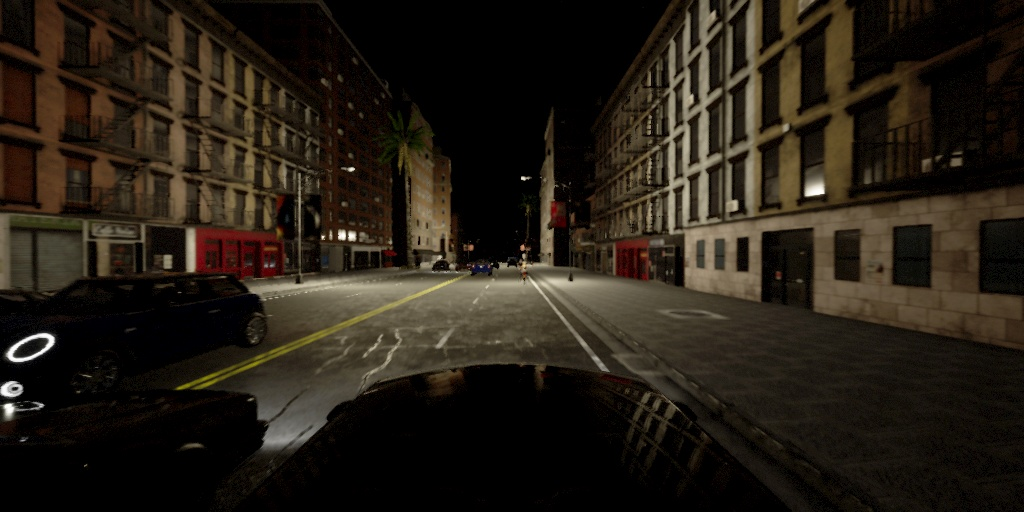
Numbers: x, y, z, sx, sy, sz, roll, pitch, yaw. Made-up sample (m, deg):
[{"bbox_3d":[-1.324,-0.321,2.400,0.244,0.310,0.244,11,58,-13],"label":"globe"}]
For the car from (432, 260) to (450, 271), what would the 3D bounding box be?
[{"bbox_3d":[-9.800,1.343,49.700,1.837,1.490,4.892,0,-1,0],"label":"car"}]

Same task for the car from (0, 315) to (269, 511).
[{"bbox_3d":[-3.149,1.298,0.775,2.033,1.411,5.357,0,0,0],"label":"car"}]

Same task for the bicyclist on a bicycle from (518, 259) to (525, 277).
[{"bbox_3d":[0.905,1.166,36.156,0.659,1.776,1.843,0,0,0],"label":"bicyclist on a bicycle"}]

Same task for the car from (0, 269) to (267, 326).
[{"bbox_3d":[-6.598,1.102,6.207,2.097,1.767,4.553,0,0,0],"label":"car"}]

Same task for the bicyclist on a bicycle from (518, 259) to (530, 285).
[{"bbox_3d":[0.885,1.210,25.819,0.866,1.612,1.509,0,0,0],"label":"bicyclist on a bicycle"}]

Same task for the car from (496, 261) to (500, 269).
[{"bbox_3d":[-3.131,1.446,60.665,1.994,1.385,4.181,0,0,0],"label":"car"}]

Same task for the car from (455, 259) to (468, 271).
[{"bbox_3d":[-6.554,1.188,49.489,2.097,1.767,4.553,0,0,0],"label":"car"}]

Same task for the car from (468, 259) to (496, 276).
[{"bbox_3d":[-3.138,1.155,38.810,2.097,1.767,4.553,0,0,0],"label":"car"}]

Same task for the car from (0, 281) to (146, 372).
[{"bbox_3d":[-9.849,1.297,5.966,2.033,1.411,5.357,0,0,0],"label":"car"}]
